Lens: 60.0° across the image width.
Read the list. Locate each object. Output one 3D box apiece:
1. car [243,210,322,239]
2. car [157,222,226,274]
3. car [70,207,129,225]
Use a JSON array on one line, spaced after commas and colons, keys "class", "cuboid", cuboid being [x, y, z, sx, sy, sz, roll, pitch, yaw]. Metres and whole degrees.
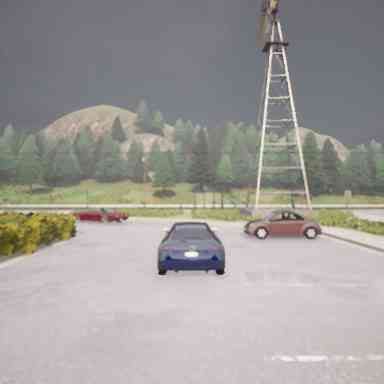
[{"class": "car", "cuboid": [4.694, 1.684, 17.644, 3.905, 1.438, 1.784, 0, -1, -1]}, {"class": "car", "cuboid": [-0.044, 1.669, 10.983, 1.994, 1.385, 4.181, 0, 0, -1]}, {"class": "car", "cuboid": [-7.463, 1.854, 26.569, 4.718, 1.301, 1.895, 0, -1, 25]}]
